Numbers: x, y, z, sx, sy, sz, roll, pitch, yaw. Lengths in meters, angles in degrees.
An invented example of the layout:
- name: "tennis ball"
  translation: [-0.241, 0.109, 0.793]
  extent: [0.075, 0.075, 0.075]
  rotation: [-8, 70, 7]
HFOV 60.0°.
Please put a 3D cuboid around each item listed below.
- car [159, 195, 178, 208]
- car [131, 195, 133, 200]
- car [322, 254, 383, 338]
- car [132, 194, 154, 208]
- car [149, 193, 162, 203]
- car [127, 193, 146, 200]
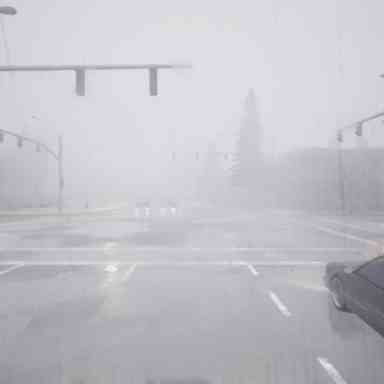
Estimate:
- name: "car"
  translation: [-3.362, 1.550, 48.293]
  extent: [1.895, 1.301, 4.718]
  rotation: [0, 0, -2]
- name: "car"
  translation: [-9.764, 1.496, 63.418]
  extent: [1.994, 1.385, 4.181]
  rotation: [0, 0, -21]
- name: "car"
  translation: [3.540, 1.543, 4.583]
  extent: [2.033, 1.411, 5.357]
  rotation: [0, 0, 3]
- name: "car"
  translation: [-6.861, 1.454, 47.161]
  extent: [1.837, 1.490, 4.892]
  rotation: [0, 0, -2]
- name: "car"
  translation: [-6.405, 1.410, 64.456]
  extent: [1.882, 1.535, 5.008]
  rotation: [0, 0, -20]
- name: "car"
  translation: [-14.140, 1.401, 82.252]
  extent: [4.718, 1.301, 1.895]
  rotation: [0, 0, 43]
